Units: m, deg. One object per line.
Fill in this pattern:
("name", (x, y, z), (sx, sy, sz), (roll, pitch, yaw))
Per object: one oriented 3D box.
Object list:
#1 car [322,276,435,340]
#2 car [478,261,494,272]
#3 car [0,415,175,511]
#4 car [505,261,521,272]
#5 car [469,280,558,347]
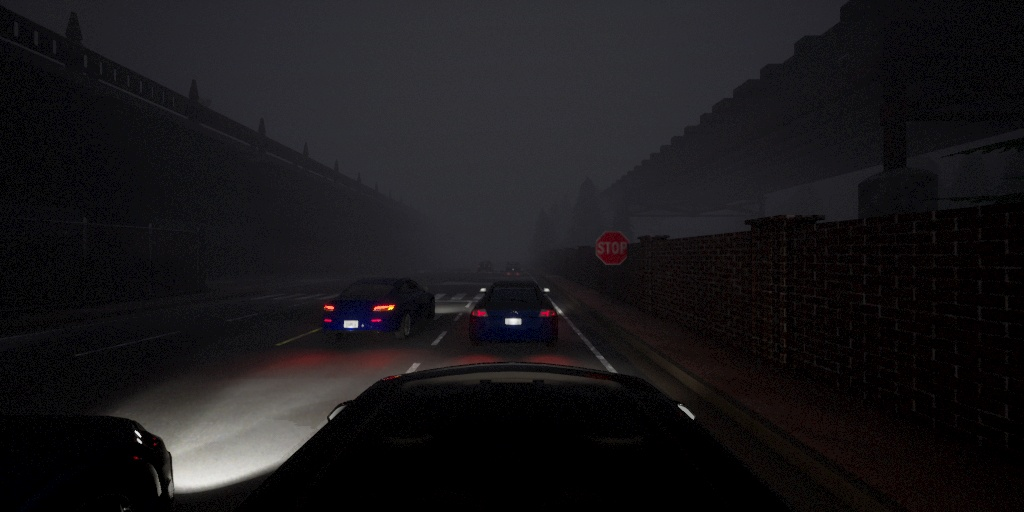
("car", (-3.411, 1.276, 9.887), (1.812, 1.442, 4.674), (0, 0, 0))
("car", (-3.384, 1.297, 45.996), (2.033, 1.411, 5.357), (0, 0, -1))
("car", (-3.399, 1.314, 0.791), (1.994, 1.385, 4.181), (0, 0, 0))
("car", (0.111, 1.351, 46.174), (1.895, 1.301, 4.718), (0, 0, -1))
("car", (0.071, 1.314, 9.364), (1.994, 1.385, 4.181), (0, 0, 1))
